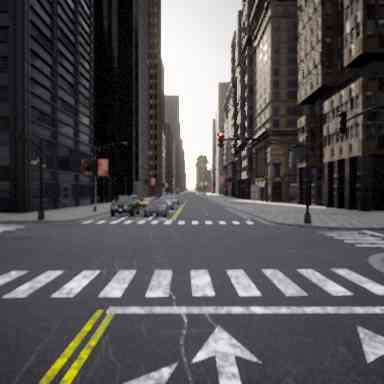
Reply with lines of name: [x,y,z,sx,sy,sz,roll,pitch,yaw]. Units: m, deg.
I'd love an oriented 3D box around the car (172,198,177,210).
car: [-3.332,1.637,43.613,1.812,1.442,4.674,0,0,0]

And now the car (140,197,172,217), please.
car: [-3.340,1.441,31.762,2.097,1.767,4.553,0,0,0]

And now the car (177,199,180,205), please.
car: [-3.282,1.706,60.458,1.994,1.385,4.181,0,0,1]

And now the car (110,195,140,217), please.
car: [-6.591,1.314,33.373,2.150,2.045,5.566,0,0,0]

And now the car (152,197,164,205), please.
car: [-6.511,1.713,63.985,1.994,1.385,4.181,0,0,0]

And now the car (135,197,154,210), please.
car: [-6.571,1.594,46.404,1.882,1.535,5.008,0,0,0]
